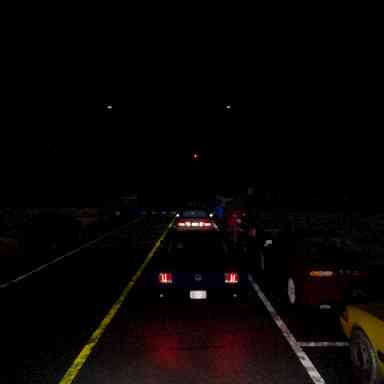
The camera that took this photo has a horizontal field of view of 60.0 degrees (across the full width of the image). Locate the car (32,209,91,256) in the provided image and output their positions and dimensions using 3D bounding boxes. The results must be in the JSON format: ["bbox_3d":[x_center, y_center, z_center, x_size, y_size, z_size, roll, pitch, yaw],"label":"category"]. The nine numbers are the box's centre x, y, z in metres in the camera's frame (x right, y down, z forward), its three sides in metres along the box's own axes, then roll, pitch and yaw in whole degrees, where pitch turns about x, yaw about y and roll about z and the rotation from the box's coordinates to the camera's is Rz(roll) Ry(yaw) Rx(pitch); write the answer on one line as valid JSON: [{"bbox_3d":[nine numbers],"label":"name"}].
[{"bbox_3d":[-5.738,1.567,13.205,1.947,1.339,4.313,0,0,0],"label":"car"}]

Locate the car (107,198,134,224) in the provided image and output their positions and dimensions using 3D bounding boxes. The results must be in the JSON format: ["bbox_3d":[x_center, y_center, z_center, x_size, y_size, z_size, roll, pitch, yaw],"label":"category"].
[{"bbox_3d":[-5.715,1.444,24.080,1.967,1.590,4.097,0,0,0],"label":"car"}]

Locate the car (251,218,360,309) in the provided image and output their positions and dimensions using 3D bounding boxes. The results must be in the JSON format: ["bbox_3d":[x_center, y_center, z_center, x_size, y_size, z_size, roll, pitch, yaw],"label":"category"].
[{"bbox_3d":[2.776,1.545,7.750,1.887,1.381,4.507,0,0,0],"label":"car"}]

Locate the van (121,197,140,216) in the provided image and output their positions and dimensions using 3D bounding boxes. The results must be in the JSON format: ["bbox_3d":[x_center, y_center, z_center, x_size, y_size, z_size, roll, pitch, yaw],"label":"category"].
[{"bbox_3d":[-5.704,1.346,29.518,1.690,1.788,3.998,0,0,0],"label":"van"}]

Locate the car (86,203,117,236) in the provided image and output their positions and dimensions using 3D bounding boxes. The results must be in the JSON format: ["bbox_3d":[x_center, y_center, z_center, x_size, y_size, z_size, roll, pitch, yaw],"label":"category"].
[{"bbox_3d":[-5.727,1.527,18.473,1.752,1.417,4.829,0,0,0],"label":"car"}]

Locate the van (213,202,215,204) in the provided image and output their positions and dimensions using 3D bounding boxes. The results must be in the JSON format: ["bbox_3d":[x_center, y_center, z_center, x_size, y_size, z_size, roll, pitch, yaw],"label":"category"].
[{"bbox_3d":[2.822,1.346,29.500,1.690,1.788,3.998,0,0,0],"label":"van"}]

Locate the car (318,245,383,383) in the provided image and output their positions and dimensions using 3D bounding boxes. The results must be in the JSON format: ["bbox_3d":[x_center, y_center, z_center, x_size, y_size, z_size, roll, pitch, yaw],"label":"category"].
[{"bbox_3d":[2.765,1.525,2.482,1.752,1.417,4.829,0,0,0],"label":"car"}]

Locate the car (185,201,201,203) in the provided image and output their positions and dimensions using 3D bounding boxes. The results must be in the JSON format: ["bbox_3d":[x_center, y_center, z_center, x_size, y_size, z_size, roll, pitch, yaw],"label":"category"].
[{"bbox_3d":[0.055,1.482,27.758,1.882,1.535,5.008,0,0,0],"label":"car"}]

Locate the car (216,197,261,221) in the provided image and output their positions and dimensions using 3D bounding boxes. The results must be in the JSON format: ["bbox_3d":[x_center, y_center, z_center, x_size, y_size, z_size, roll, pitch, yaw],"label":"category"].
[{"bbox_3d":[2.799,1.317,18.625,2.192,1.841,5.009,0,0,0],"label":"car"}]

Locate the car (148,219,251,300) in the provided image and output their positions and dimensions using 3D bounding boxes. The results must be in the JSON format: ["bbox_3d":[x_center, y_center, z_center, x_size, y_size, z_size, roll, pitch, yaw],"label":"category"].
[{"bbox_3d":[0.118,1.601,8.340,1.895,1.301,4.718,0,0,0],"label":"car"}]

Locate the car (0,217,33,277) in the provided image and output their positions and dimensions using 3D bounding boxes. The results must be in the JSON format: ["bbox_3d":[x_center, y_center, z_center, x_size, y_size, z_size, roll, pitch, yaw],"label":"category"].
[{"bbox_3d":[-5.750,1.526,7.598,1.752,1.417,4.829,0,0,0],"label":"car"}]

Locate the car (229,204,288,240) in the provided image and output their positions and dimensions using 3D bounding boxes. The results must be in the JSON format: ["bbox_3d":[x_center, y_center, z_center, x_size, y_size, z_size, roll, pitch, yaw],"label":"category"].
[{"bbox_3d":[2.787,1.441,13.187,1.967,1.590,4.097,0,0,0],"label":"car"}]

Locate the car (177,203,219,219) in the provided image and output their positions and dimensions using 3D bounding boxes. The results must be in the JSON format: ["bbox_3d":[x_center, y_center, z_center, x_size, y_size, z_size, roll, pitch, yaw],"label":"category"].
[{"bbox_3d":[0.134,1.549,17.930,2.033,1.411,5.357,0,0,0],"label":"car"}]
